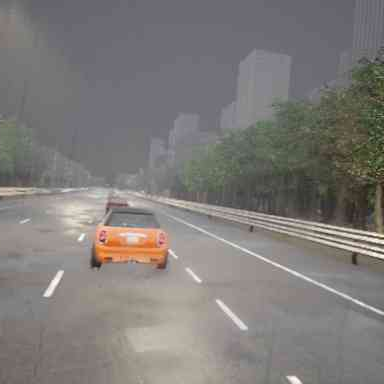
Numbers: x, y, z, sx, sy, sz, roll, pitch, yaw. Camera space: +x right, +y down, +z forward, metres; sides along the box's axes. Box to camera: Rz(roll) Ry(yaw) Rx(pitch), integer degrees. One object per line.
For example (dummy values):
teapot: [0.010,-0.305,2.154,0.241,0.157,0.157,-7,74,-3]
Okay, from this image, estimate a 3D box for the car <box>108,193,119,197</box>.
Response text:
car: [-6.321,1.216,28.141,1.882,1.535,5.008,5,-1,-14]

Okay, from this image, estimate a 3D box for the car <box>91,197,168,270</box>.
car: [-2.095,1.276,10.984,2.097,1.767,4.553,5,-1,-14]

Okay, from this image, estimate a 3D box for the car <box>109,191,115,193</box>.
car: [-13.757,1.016,58.351,1.994,1.385,4.181,5,-1,-14]
